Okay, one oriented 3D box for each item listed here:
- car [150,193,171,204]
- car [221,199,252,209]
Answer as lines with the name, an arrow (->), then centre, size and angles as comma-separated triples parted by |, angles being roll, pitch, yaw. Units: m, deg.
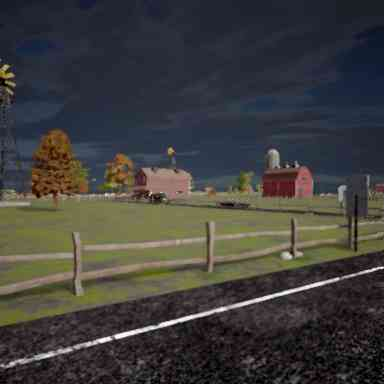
car -> -6.233, 1.315, 64.872 | 2.150, 2.045, 5.566 | 1, -1, -35
car -> 6.282, 1.725, 47.189 | 1.895, 1.301, 4.718 | 1, -1, -35
